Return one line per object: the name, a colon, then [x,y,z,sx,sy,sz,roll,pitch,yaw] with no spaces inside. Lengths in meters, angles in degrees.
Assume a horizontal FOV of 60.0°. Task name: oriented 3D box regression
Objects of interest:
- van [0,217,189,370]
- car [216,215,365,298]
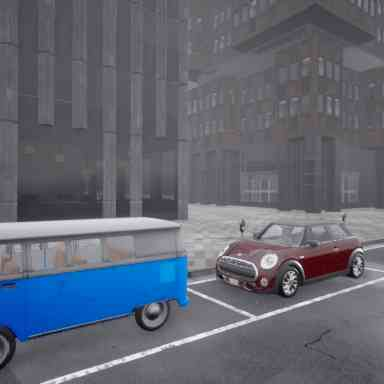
van: [-1.962,1.341,5.247,3.998,1.788,1.690,0,0,-35]
car: [2.539,1.441,8.450,4.097,1.590,1.967,0,0,-35]
